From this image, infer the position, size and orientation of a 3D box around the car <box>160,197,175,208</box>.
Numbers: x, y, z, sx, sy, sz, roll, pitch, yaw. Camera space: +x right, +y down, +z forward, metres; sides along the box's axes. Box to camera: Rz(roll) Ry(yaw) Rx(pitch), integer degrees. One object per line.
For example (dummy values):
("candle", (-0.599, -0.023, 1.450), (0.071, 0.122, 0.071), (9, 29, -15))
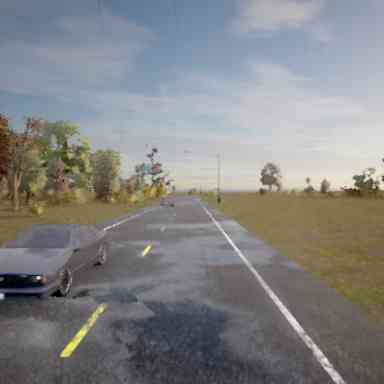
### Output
("car", (-3.568, 1.485, 48.955), (2.128, 1.511, 4.902), (0, 0, 0))

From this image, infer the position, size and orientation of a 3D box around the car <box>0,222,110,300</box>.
("car", (-3.600, 1.546, 8.817), (2.033, 1.411, 5.357), (0, 0, 0))
